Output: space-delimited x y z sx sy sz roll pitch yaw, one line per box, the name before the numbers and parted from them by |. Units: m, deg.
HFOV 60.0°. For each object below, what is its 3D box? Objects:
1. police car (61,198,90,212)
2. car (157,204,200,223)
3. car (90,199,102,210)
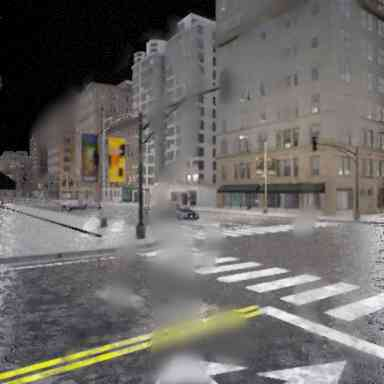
police car | -14.888 1.623 41.575 1.930 1.638 5.238 0 0 -36
car | -1.183 1.738 27.881 1.994 1.385 4.181 0 0 -36
car | -13.853 1.697 45.564 1.837 1.490 4.892 0 0 -35
